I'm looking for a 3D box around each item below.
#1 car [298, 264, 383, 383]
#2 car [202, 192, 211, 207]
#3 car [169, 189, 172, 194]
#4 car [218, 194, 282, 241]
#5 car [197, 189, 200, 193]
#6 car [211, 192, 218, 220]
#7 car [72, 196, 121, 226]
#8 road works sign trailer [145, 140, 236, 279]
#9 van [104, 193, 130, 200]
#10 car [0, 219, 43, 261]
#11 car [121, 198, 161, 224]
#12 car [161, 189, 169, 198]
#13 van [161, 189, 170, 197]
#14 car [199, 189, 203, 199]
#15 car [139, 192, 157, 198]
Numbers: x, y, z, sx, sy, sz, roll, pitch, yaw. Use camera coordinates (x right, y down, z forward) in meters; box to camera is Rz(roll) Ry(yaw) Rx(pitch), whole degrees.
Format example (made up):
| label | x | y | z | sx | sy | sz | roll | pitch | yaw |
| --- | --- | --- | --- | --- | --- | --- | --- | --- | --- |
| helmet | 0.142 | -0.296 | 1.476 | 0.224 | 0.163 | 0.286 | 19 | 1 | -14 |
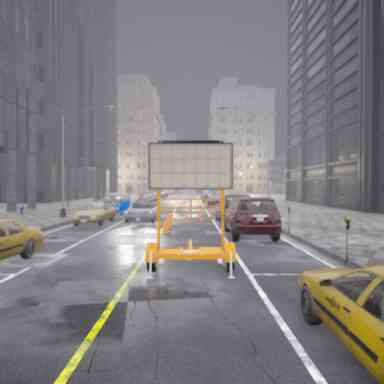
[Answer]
| label | x | y | z | sx | sy | sz | roll | pitch | yaw |
| --- | --- | --- | --- | --- | --- | --- | --- | --- | --- |
| car | 2.654 | 1.466 | 4.064 | 1.752 | 1.417 | 4.829 | 0 | 1 | 1 |
| car | 2.520 | 0.987 | 37.688 | 2.008 | 1.369 | 4.403 | 0 | 1 | 0 |
| car | -6.141 | 0.193 | 71.508 | 2.192 | 1.841 | 5.009 | 0 | 1 | 0 |
| car | 2.609 | 1.096 | 15.128 | 2.192 | 1.841 | 5.009 | 0 | 1 | 0 |
| car | 2.430 | 0.610 | 60.242 | 1.887 | 1.381 | 4.507 | 0 | 1 | 0 |
| car | 2.586 | 1.012 | 20.768 | 2.192 | 1.841 | 5.009 | 0 | 1 | 0 |
| car | -5.939 | 1.224 | 20.587 | 1.752 | 1.417 | 4.829 | 0 | 1 | 0 |
| road works sign trailer | -0.035 | 0.324 | 9.571 | 2.380 | 3.560 | 2.880 | 0 | 1 | 0 |
| van | -5.962 | 0.953 | 26.395 | 1.690 | 1.788 | 3.998 | 0 | 1 | 0 |
| car | -5.900 | 1.389 | 9.275 | 1.752 | 1.417 | 4.829 | 0 | 1 | 1 |
| car | -3.186 | 1.281 | 21.897 | 1.895 | 1.301 | 4.718 | 0 | 1 | 0 |
| car | -6.119 | 0.537 | 65.873 | 1.947 | 1.339 | 4.313 | 0 | 1 | 0 |
| van | -6.164 | 0.123 | 77.149 | 1.690 | 1.788 | 3.998 | 0 | 1 | 0 |
| car | 2.475 | 0.692 | 48.963 | 1.967 | 1.590 | 4.097 | 0 | 1 | 0 |
| car | -6.029 | 0.925 | 43.316 | 1.802 | 1.307 | 4.206 | 0 | 1 | 0 |
